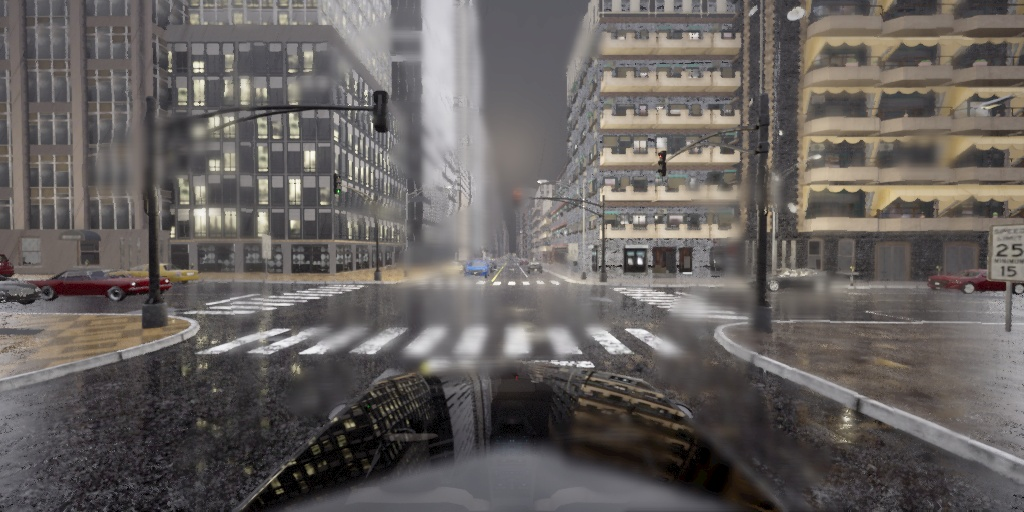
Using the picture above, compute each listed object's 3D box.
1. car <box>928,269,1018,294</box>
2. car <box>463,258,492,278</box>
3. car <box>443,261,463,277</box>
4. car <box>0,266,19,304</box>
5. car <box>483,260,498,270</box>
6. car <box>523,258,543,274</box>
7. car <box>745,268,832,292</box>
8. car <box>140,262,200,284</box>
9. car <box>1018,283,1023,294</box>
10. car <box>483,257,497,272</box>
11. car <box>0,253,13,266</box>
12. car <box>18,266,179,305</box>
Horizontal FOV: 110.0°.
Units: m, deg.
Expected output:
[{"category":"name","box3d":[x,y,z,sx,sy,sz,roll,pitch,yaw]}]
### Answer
[{"category":"car","box3d":[27.336,1.459,21.085,4.507,1.381,1.888,0,0,1]},{"category":"car","box3d":[-3.155,1.215,33.627,1.882,1.535,5.008,0,0,-1]},{"category":"car","box3d":[-5.759,1.261,35.821,1.751,1.417,4.829,0,0,0]},{"category":"car","box3d":[-20.310,1.203,13.310,4.403,1.370,2.007,0,0,1]},{"category":"car","box3d":[-3.192,1.331,53.608,1.895,1.301,4.718,0,0,0]},{"category":"car","box3d":[2.610,1.284,41.662,2.007,1.370,4.403,0,0,0]},{"category":"car","box3d":[16.270,1.373,21.218,4.403,1.370,2.007,0,0,1]},{"category":"car","box3d":[-21.707,1.027,21.641,4.829,1.417,1.751,0,0,1]},{"category":"car","box3d":[21.694,1.575,12.773,4.313,1.339,1.948,0,0,1]},{"category":"car","box3d":[-3.174,1.225,43.318,2.128,1.511,4.902,0,0,0]},{"category":"car","box3d":[-33.654,0.710,21.822,5.009,1.841,2.192,0,0,1]},{"category":"car","box3d":[-18.052,1.230,15.833,4.718,1.301,1.895,0,1,1]}]
